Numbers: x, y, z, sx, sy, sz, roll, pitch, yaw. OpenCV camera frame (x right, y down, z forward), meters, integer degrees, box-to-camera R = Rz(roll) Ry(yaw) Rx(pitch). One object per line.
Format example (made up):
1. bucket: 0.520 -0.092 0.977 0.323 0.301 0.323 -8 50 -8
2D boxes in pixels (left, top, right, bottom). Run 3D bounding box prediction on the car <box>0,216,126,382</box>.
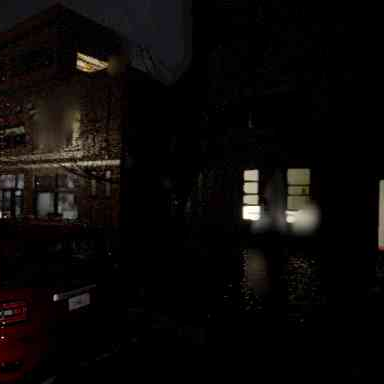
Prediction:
1. car: -3.217 1.318 5.144 5.009 1.841 2.192 0 1 35
